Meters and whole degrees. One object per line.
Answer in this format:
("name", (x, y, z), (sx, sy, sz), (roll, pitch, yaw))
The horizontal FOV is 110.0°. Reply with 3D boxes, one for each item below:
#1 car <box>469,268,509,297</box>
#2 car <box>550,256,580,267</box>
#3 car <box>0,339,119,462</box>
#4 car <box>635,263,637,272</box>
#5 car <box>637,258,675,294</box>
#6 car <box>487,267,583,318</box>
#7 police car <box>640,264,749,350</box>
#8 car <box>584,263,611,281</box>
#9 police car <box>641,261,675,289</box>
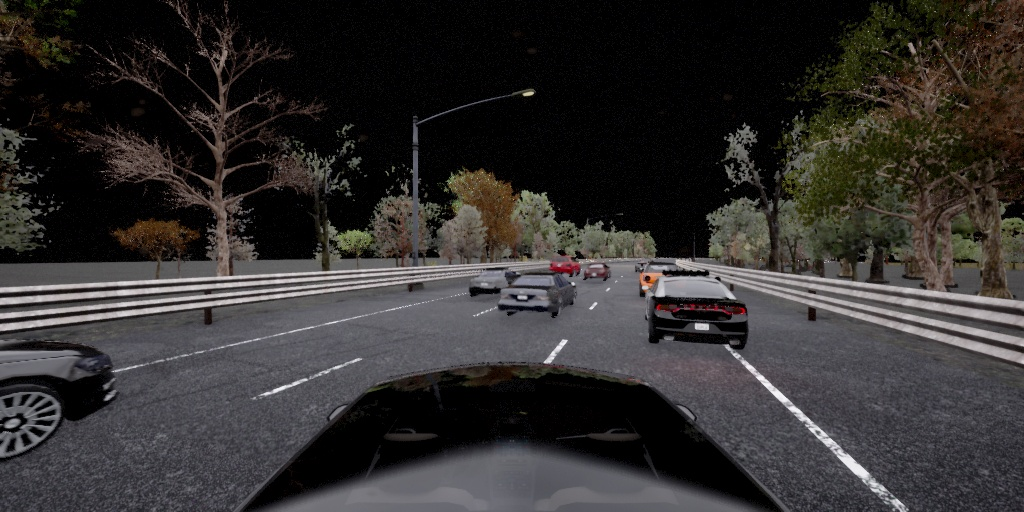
("car", (-0.622, 1.315, 18.790), (1.994, 1.385, 4.181), (0, 0, 19))
("car", (5.224, 0.981, 34.935), (2.150, 2.045, 5.566), (0, 0, 21))
("car", (-6.173, 1.242, 2.377), (2.128, 1.511, 4.902), (0, 0, 18))
("car", (16.684, 1.266, 45.436), (2.128, 1.511, 4.902), (0, 0, 22))
("car", (7.725, 1.104, 18.634), (2.097, 1.767, 4.553), (0, 0, 20))
("car", (1.141, 1.298, 13.217), (2.033, 1.411, 5.357), (0, 0, 19))
("police car", (4.534, 1.175, 9.437), (1.930, 1.638, 5.238), (0, 0, 19))
("car", (7.264, 1.284, 30.366), (1.812, 1.442, 4.674), (0, 0, 20))
("police car", (9.771, 1.181, 24.343), (1.930, 1.638, 5.238), (0, 0, 20))
